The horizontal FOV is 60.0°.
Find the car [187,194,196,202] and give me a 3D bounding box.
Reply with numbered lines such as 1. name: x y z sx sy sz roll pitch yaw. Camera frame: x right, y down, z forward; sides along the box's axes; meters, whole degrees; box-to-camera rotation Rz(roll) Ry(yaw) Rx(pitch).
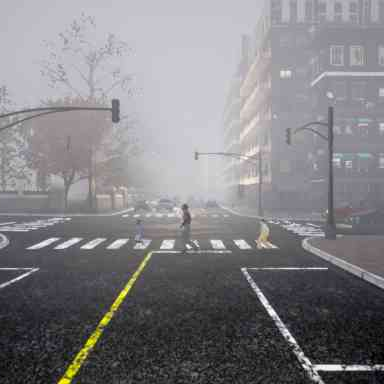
1. car: -0.148 1.318 78.837 2.097 1.767 4.553 0 0 0

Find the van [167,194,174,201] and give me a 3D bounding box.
1. van: -5.860 1.453 90.393 1.690 1.788 3.998 0 0 0

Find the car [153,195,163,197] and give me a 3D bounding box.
1. car: -5.783 1.561 50.812 1.752 1.417 4.829 0 0 0

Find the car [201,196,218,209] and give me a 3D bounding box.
1. car: 2.608 1.574 45.367 1.887 1.381 4.507 0 0 0

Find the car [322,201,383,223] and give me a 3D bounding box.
1. car: 13.415 1.609 27.435 5.009 1.841 2.192 1 -1 -1

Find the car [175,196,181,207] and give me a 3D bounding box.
1. car: -3.187 1.637 51.274 1.895 1.301 4.718 0 0 0

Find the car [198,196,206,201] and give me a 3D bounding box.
1. car: 2.531 1.649 84.779 2.008 1.369 4.403 0 0 0

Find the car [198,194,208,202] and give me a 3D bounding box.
1. car: 2.543 1.401 79.148 2.192 1.841 5.009 0 0 0

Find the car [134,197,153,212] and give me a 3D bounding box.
1. car: -5.762 1.589 39.721 1.947 1.339 4.313 0 0 0

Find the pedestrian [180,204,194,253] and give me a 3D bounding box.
1. pedestrian: -0.225 1.296 12.203 0.375 1.860 0.375 0 0 0

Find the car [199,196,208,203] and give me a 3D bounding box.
1. car: 2.553 1.619 73.518 1.887 1.381 4.507 0 0 0

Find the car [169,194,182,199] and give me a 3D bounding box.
1. car: -3.158 1.564 66.004 1.837 1.490 4.892 0 0 1

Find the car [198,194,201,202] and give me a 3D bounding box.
1. car: 2.575 1.494 62.258 1.967 1.590 4.097 0 0 0

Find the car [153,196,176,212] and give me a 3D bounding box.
1. car: -3.167 1.548 39.128 1.812 1.442 4.674 0 0 0

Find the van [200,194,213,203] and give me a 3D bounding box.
1. van: 2.597 1.377 50.998 1.690 1.788 3.998 0 0 0

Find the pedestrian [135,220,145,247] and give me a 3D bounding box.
1. pedestrian: -2.108 1.287 13.400 0.375 1.860 0.375 0 0 0

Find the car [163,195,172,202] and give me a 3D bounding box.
1. car: -5.837 1.526 79.132 1.967 1.590 4.097 0 0 0

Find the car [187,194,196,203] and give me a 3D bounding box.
1. car: -0.130 1.612 68.448 2.033 1.411 5.357 0 0 0

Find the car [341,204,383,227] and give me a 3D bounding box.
1. car: 13.905 1.857 24.830 4.181 1.385 1.994 1 0 -1

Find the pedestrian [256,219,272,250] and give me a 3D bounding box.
1. pedestrian: 2.787 1.577 12.807 0.375 1.300 0.375 0 0 0
